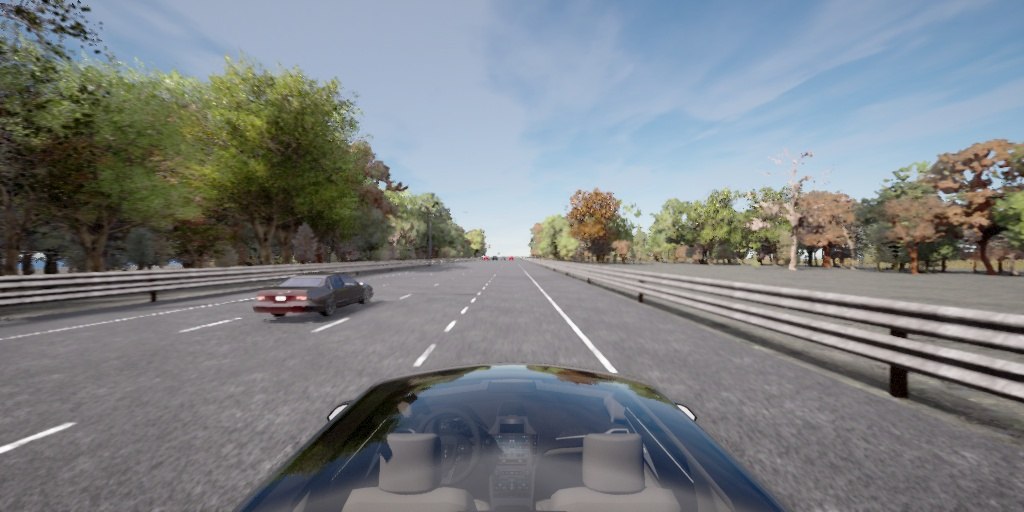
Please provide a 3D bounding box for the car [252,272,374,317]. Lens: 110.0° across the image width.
[{"bbox_3d":[-6.883,1.307,13.141,2.033,1.411,5.357,0,0,-1],"label":"car"}]
